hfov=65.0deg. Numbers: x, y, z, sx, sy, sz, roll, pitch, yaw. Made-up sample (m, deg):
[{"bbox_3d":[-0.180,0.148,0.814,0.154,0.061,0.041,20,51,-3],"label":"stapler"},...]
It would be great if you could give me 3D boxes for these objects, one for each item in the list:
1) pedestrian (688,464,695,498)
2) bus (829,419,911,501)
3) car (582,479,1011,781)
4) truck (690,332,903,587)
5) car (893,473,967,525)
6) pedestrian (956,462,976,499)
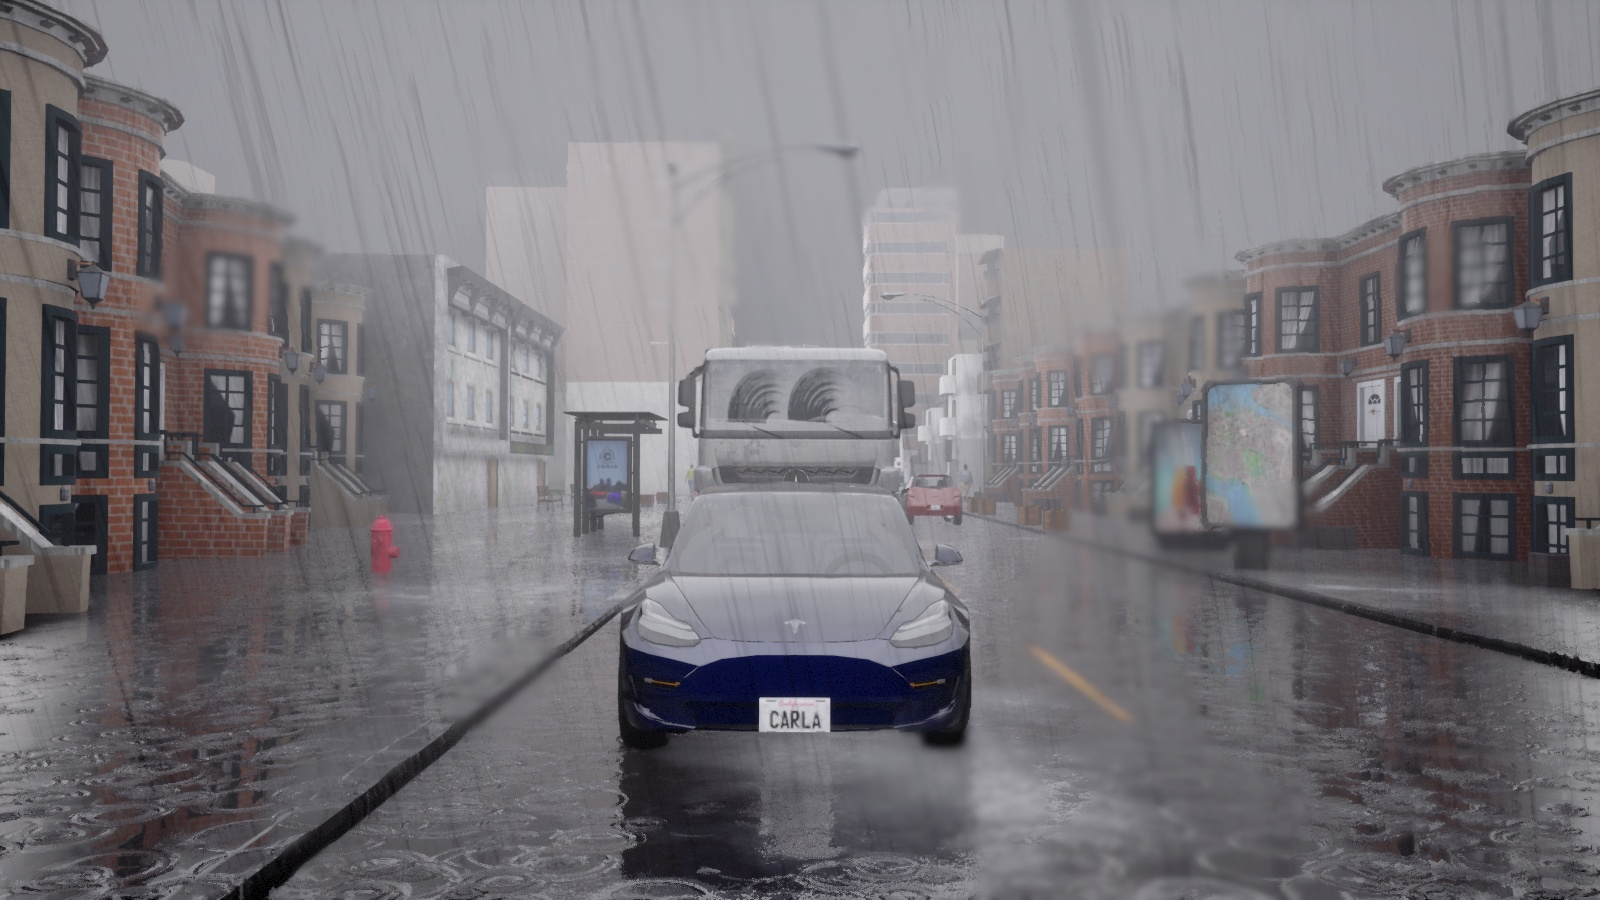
[{"bbox_3d":[-5.848,1.683,67.765,0.354,1.836,0.706,0,-1,-1],"label":"pedestrian"},{"bbox_3d":[3.775,0.609,70.810,3.944,4.253,10.273,0,-1,0],"label":"bus"},{"bbox_3d":[-0.024,0.961,8.751,2.163,1.488,4.792,0,-1,0],"label":"car"},{"bbox_3d":[-0.061,0.185,21.064,2.891,3.462,7.936,0,-1,0],"label":"truck"},{"bbox_3d":[3.898,1.451,38.070,1.845,1.501,3.633,0,-1,0],"label":"car"},{"bbox_3d":[8.392,1.556,63.601,0.874,1.855,0.900,0,-1,0],"label":"pedestrian"}]
